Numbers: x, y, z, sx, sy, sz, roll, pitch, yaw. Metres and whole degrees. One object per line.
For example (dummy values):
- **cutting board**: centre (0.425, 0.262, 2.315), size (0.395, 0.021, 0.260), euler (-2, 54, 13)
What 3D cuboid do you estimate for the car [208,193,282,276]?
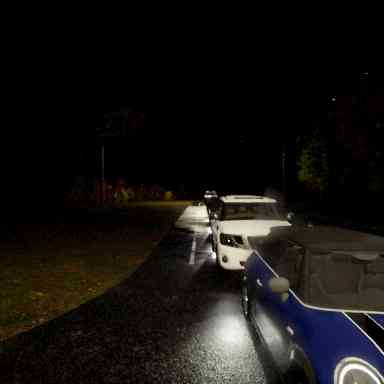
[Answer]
- **car**: centre (1.759, 1.160, 10.458), size (2.150, 2.045, 5.566), euler (0, 0, 1)

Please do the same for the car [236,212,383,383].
- **car**: centre (1.941, 1.338, 4.111), size (2.097, 1.767, 4.553), euler (0, 0, 0)

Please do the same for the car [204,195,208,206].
- **car**: centre (2.282, 1.322, 29.297), size (1.882, 1.535, 5.008), euler (0, 0, 2)

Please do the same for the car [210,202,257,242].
- **car**: centre (1.928, 1.384, 16.797), size (1.882, 1.535, 5.008), euler (0, 0, 2)

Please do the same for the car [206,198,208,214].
- **car**: centre (2.106, 1.380, 23.044), size (1.837, 1.490, 4.892), euler (0, 0, 2)

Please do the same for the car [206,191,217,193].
- **car**: centre (3.080, 0.938, 54.390), size (2.150, 2.045, 5.566), euler (0, 0, 3)

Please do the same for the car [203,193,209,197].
- **car**: centre (2.645, 1.274, 41.550), size (2.128, 1.511, 4.902), euler (0, 0, 2)

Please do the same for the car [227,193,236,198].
- **car**: centre (11.115, 1.036, 93.786), size (2.033, 1.411, 5.357), euler (0, 0, 2)

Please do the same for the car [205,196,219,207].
- **car**: centre (2.862, 1.314, 47.958), size (1.994, 1.385, 4.181), euler (0, 0, 3)
